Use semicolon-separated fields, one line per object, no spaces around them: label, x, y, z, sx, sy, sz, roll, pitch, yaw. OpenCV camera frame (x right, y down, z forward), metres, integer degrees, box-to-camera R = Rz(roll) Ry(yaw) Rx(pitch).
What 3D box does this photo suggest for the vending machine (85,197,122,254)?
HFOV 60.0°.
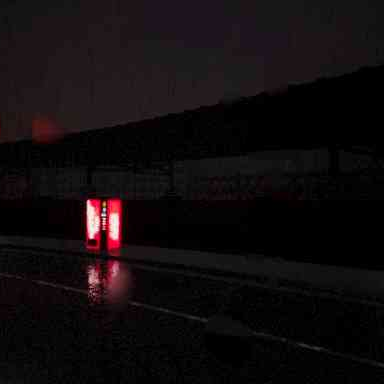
vending machine;-3.442;1.263;13.003;0.880;2.100;1.100;0;-1;30
